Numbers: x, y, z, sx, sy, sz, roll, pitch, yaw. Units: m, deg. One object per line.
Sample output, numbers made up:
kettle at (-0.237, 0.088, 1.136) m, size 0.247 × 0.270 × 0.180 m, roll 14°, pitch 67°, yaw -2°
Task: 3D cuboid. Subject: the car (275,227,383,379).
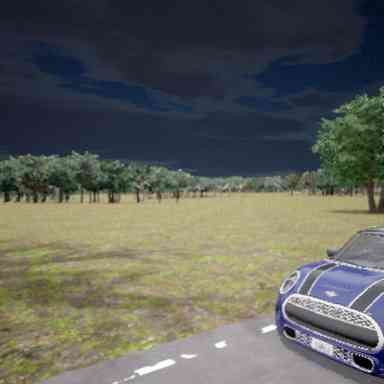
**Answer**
car at (3.497, 1.404, 5.566) m, size 4.553 × 1.767 × 2.097 m, roll 1°, pitch 0°, yaw -36°
